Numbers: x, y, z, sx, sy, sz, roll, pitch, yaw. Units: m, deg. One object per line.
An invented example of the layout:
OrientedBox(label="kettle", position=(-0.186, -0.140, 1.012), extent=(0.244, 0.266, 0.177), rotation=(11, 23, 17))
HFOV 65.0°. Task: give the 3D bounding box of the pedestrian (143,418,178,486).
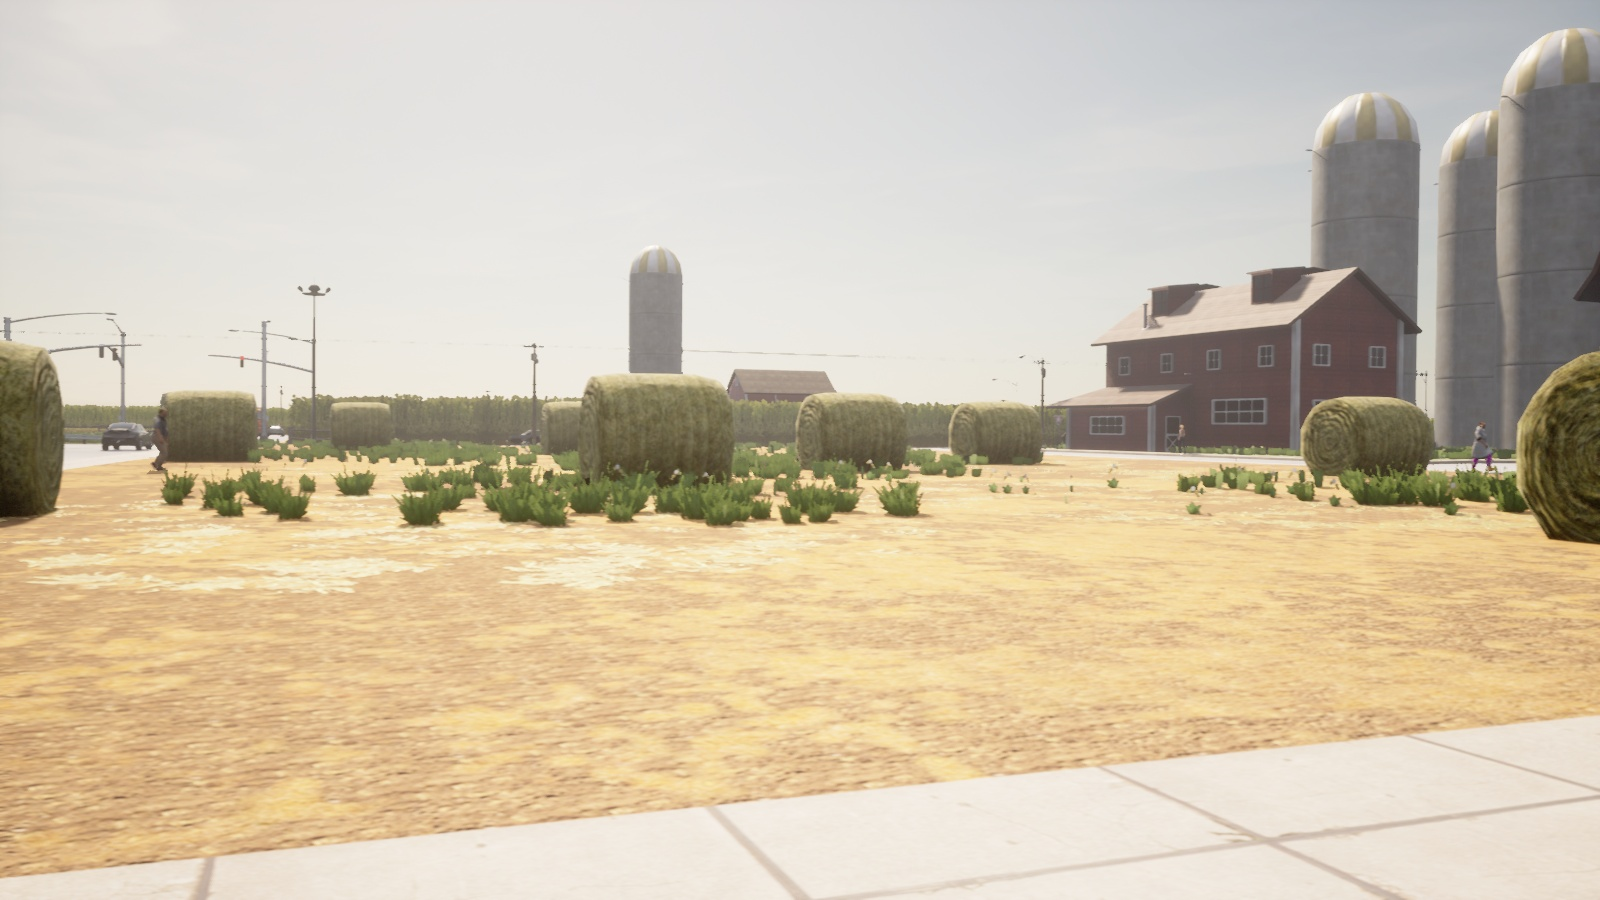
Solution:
OrientedBox(label="pedestrian", position=(-17.605, 0.051, 34.569), extent=(0.694, 1.848, 0.540), rotation=(-1, 1, -9))

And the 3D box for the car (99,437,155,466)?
OrientedBox(label="car", position=(-36.765, 0.064, 68.671), extent=(1.837, 1.490, 4.892), rotation=(-1, 1, -18))

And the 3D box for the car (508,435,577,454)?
OrientedBox(label="car", position=(-18.966, -0.429, 92.517), extent=(4.718, 1.301, 1.895), rotation=(-1, 1, -21))

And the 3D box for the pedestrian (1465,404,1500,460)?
OrientedBox(label="pedestrian", position=(24.238, -0.636, 44.601), extent=(0.659, 1.952, 0.873), rotation=(-1, 1, -38))
